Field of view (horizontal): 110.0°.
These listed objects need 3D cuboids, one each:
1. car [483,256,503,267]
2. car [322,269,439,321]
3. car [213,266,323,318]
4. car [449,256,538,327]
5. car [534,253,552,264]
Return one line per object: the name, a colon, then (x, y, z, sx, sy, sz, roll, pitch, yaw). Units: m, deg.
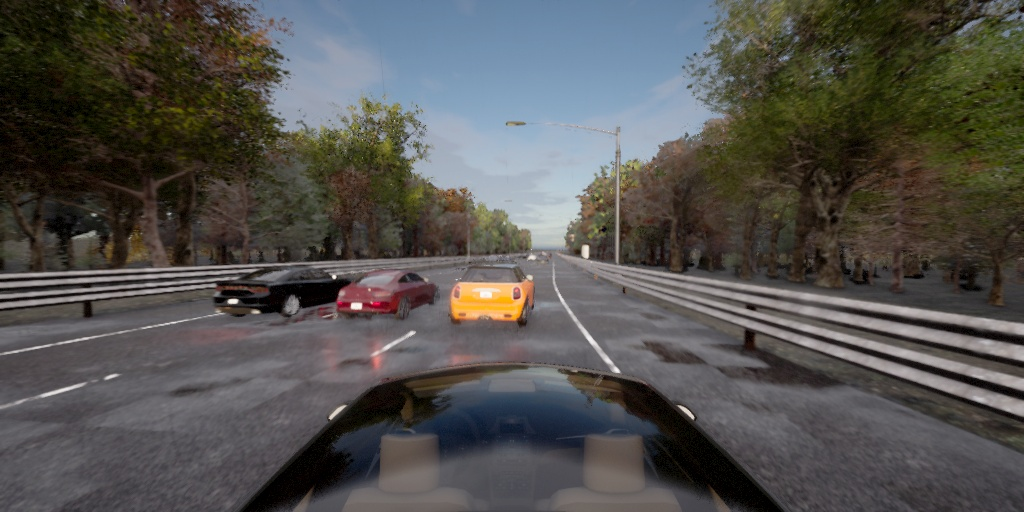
car: (-2.708, 0.774, 53.072, 2.033, 1.411, 5.357, 0, 1, 7)
car: (-3.893, 1.155, 11.877, 1.812, 1.442, 4.674, 0, 1, 7)
car: (-7.367, 1.076, 12.287, 1.882, 1.535, 5.008, 1, 1, 7)
car: (-0.427, 1.007, 11.391, 2.097, 1.767, 4.553, 0, 1, 7)
car: (5.385, 0.679, 62.216, 2.128, 1.511, 4.902, 0, 1, 7)
